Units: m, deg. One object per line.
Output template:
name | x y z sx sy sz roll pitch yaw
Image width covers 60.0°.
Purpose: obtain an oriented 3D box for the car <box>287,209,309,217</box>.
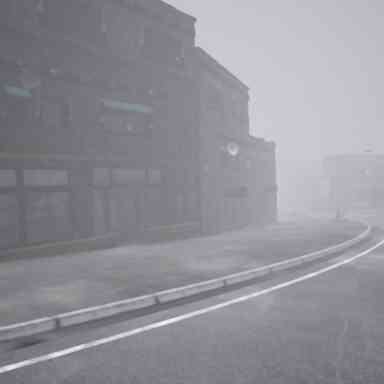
car | 19.996 3.954 63.142 2.033 1.411 5.357 -3 -3 -12
